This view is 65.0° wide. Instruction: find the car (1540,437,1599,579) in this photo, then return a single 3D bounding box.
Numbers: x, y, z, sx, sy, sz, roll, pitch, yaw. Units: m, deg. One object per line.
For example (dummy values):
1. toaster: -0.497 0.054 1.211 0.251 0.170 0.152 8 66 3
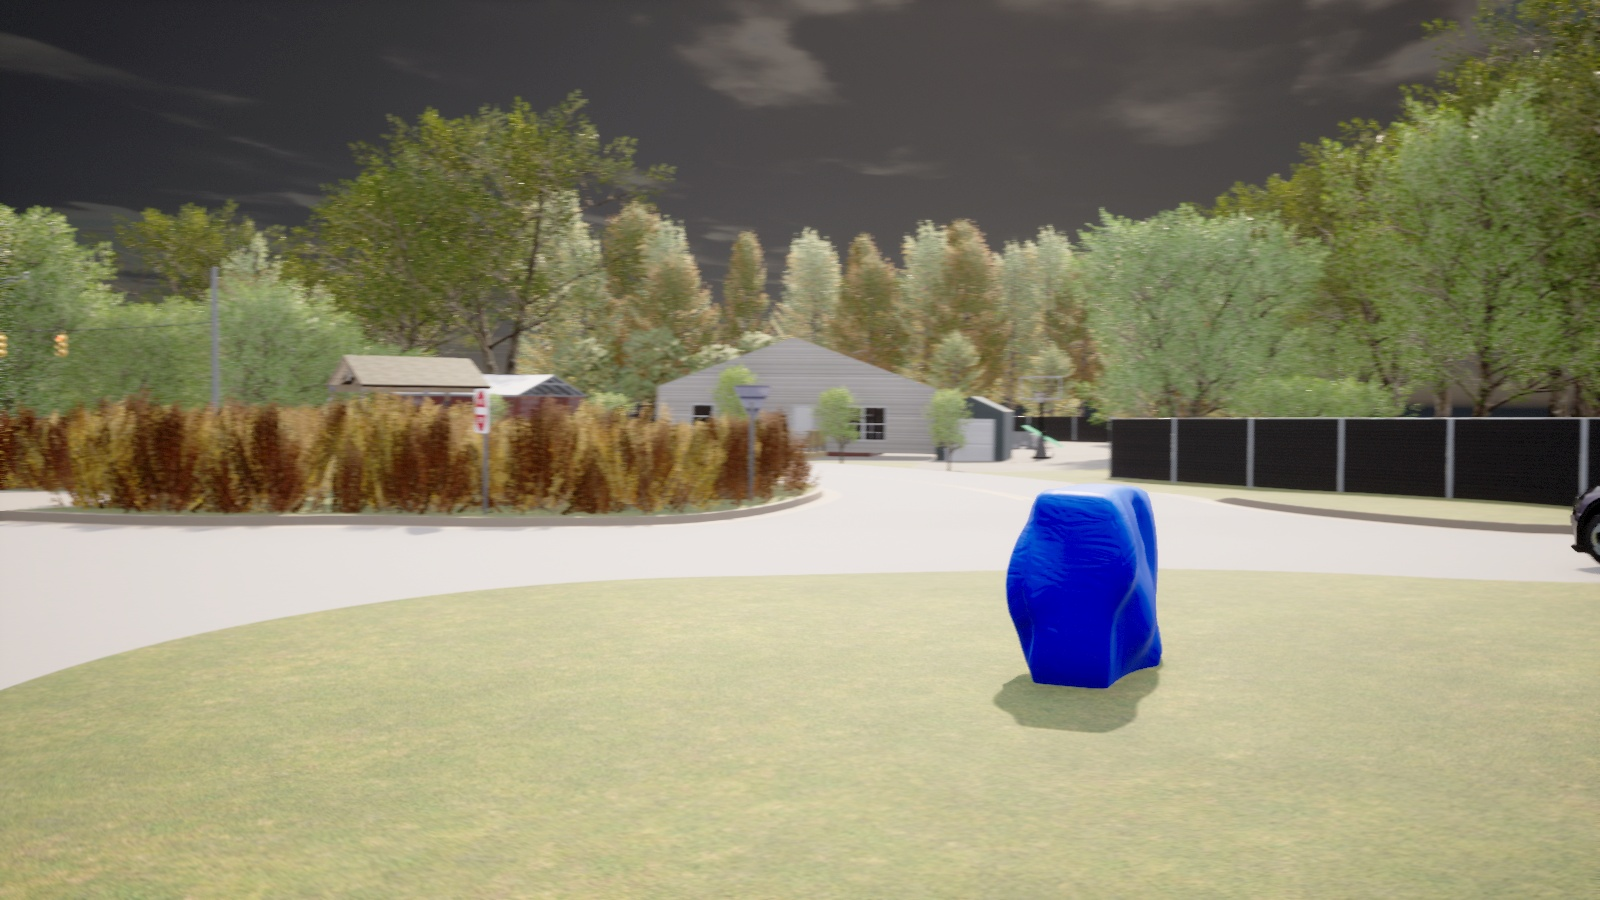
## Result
1. car: 10.780 0.563 13.273 2.033 1.649 4.856 -1 -3 -19
